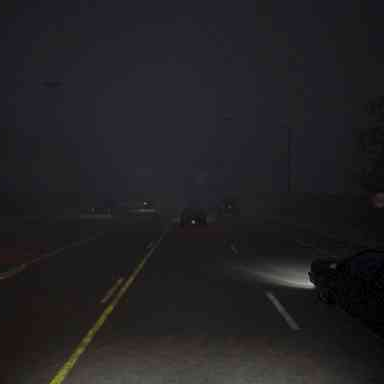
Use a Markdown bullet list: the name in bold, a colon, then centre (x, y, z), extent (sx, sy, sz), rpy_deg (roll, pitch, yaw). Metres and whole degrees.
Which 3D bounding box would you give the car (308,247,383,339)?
- **car**: centre (3.601, 1.602, 5.250), extent (2.033, 1.411, 5.357), rpy_deg (0, -1, 0)

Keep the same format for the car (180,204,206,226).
- **car**: centre (0.102, 1.863, 25.753), extent (1.895, 1.301, 4.718), rpy_deg (0, -1, 0)

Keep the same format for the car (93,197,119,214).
- **car**: centre (-10.583, 1.644, 41.316), extent (2.150, 2.045, 5.566), rpy_deg (0, -1, 0)

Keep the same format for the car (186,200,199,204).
- **car**: centre (0.105, 1.986, 50.193), extent (1.882, 1.535, 5.008), rpy_deg (0, -1, 0)

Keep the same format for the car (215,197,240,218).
- **car**: centre (3.604, 1.573, 34.388), extent (2.150, 2.045, 5.566), rpy_deg (0, 0, 0)

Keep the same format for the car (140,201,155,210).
- **car**: centre (-7.053, 2.094, 52.827), extent (1.994, 1.385, 4.181), rpy_deg (0, 0, 0)
